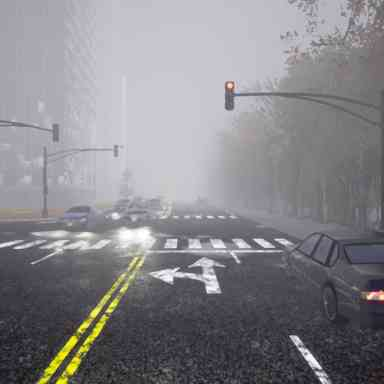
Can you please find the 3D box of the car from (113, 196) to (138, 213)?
[{"bbox_3d":[-7.600,1.517,37.533,1.837,1.490,4.892,0,0,-3],"label":"car"}]

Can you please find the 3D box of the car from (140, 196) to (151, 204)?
[{"bbox_3d":[-9.361,1.594,67.441,1.994,1.385,4.181,0,0,-4],"label":"car"}]

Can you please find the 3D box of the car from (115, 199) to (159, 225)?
[{"bbox_3d":[-3.823,1.496,24.071,2.128,1.511,4.902,0,0,-2],"label":"car"}]

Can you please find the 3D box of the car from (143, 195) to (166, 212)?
[{"bbox_3d":[-4.444,1.515,39.610,1.837,1.490,4.892,0,1,-3],"label":"car"}]

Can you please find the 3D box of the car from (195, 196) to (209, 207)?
[{"bbox_3d":[1.576,1.359,52.460,2.128,1.511,4.902,5,3,-3],"label":"car"}]

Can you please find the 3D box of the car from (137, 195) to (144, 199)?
[{"bbox_3d":[-8.396,1.370,52.338,2.097,1.767,4.553,0,0,-3],"label":"car"}]

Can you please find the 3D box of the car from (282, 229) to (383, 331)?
[{"bbox_3d":[3.312,1.507,6.998,2.033,1.411,5.357,-2,-2,3],"label":"car"}]

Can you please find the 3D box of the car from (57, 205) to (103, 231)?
[{"bbox_3d":[-7.000,1.569,21.208,1.812,1.442,4.674,-1,0,-2],"label":"car"}]
